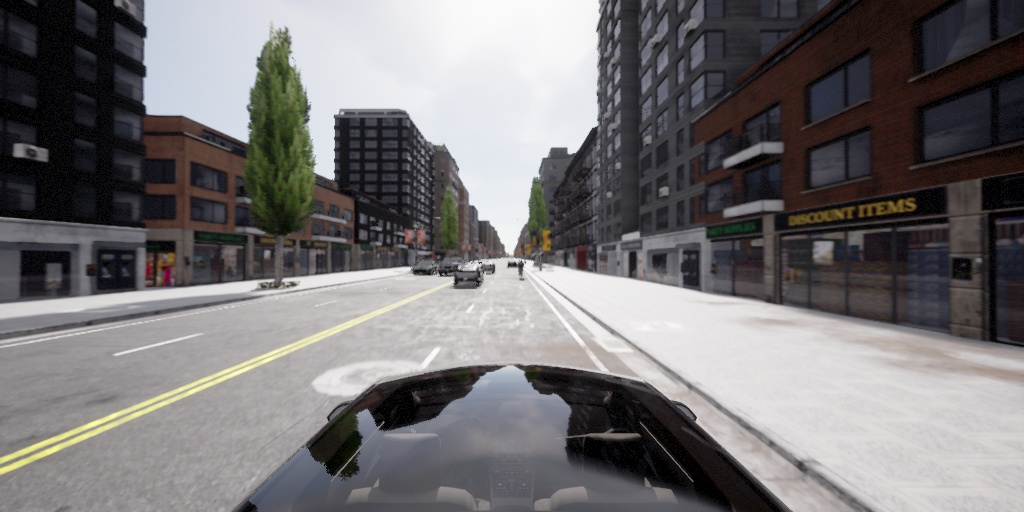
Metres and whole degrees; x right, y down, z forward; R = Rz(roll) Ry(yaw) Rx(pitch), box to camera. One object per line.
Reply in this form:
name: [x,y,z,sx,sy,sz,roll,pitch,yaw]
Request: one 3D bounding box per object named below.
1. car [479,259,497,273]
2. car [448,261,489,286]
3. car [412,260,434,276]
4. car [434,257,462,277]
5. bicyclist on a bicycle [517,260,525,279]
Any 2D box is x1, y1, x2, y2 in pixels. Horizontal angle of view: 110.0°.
car: [-3.150,1.470,47.857,2.128,1.511,4.902,0,0,0]
car: [-3.152,1.370,26.836,2.128,1.511,4.902,0,0,0]
car: [-9.833,1.297,40.836,2.097,1.767,4.553,0,0,0]
car: [-6.586,1.162,39.436,2.150,2.045,5.566,0,0,0]
bicyclist on a bicycle: [0.894,1.284,33.989,0.659,1.776,1.843,0,0,0]
